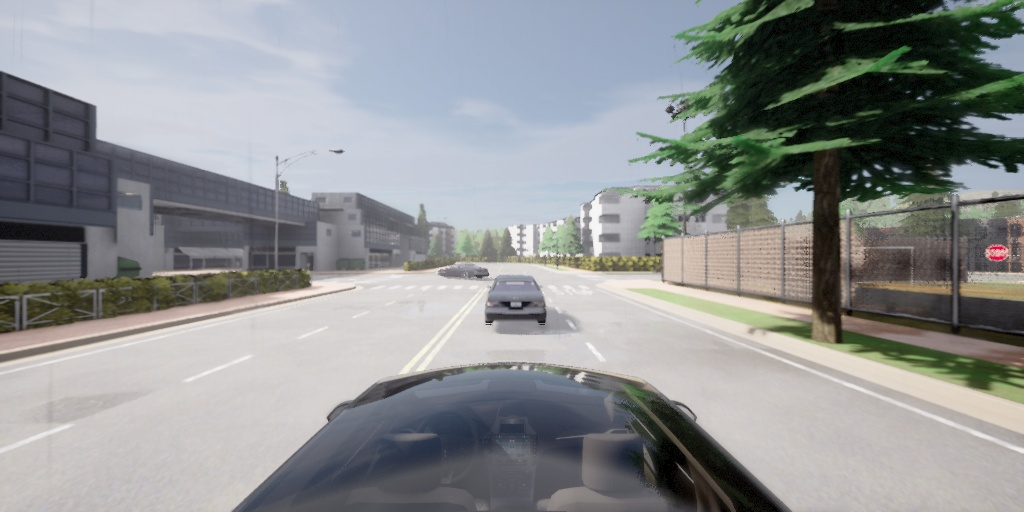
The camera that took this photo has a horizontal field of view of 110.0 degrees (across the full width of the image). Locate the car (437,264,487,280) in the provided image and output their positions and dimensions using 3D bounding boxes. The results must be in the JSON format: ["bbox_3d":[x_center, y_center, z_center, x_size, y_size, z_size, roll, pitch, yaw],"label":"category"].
[{"bbox_3d":[-4.536,1.397,32.974,5.357,1.411,2.033,0,0,39],"label":"car"}]

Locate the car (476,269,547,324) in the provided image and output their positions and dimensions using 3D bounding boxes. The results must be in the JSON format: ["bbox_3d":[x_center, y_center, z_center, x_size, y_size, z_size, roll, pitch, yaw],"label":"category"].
[{"bbox_3d":[0.102,1.330,11.995,2.033,1.411,5.357,0,0,0],"label":"car"}]
